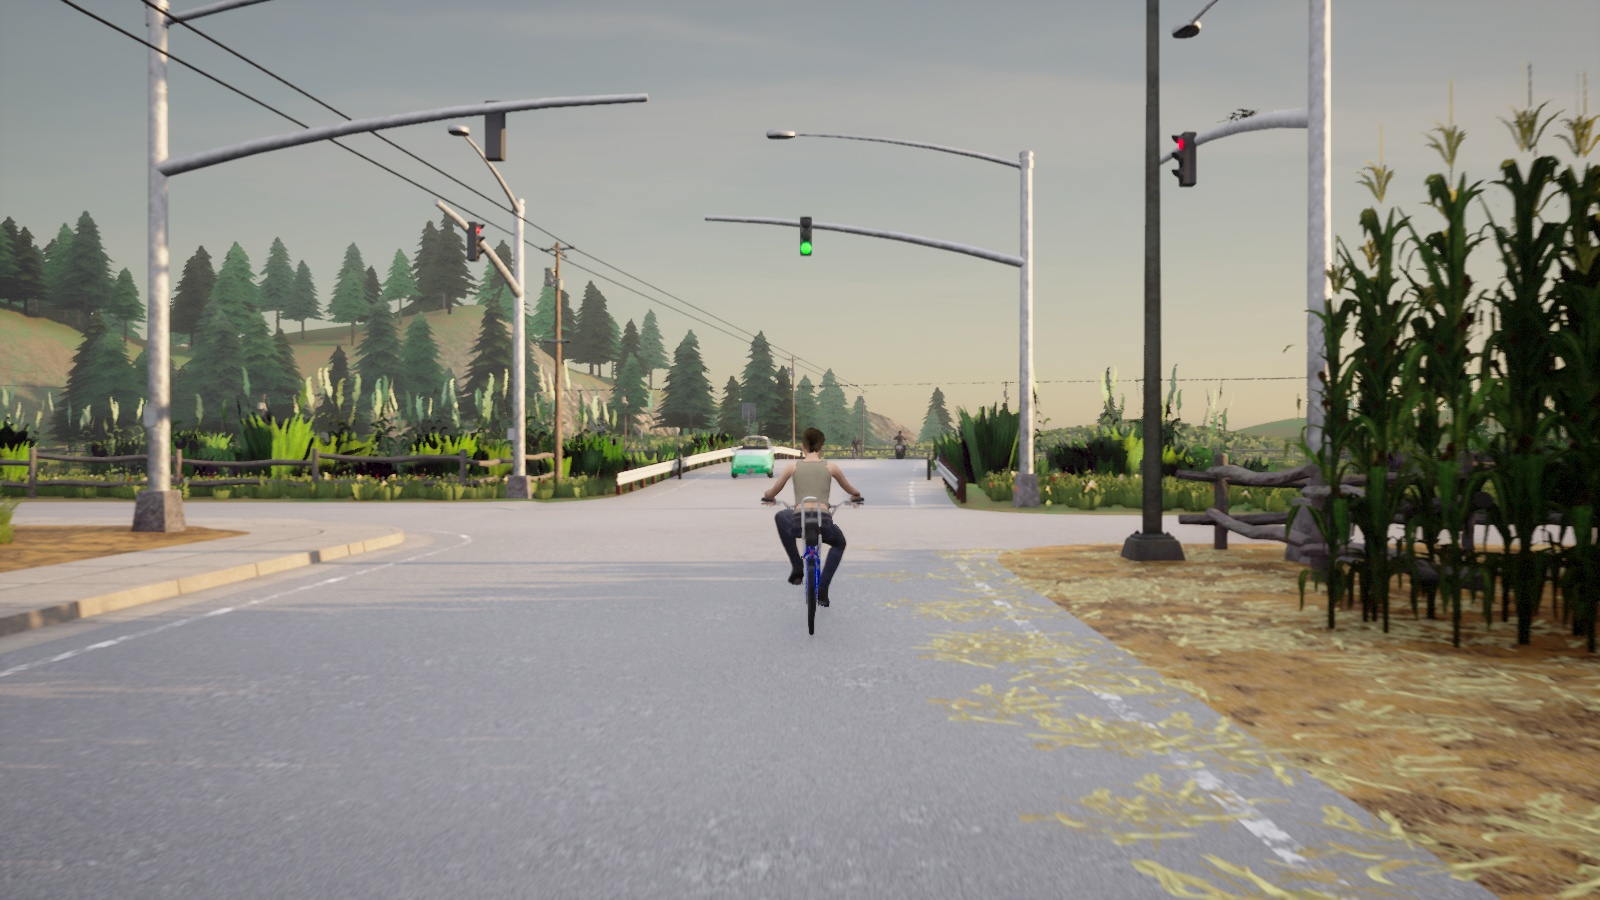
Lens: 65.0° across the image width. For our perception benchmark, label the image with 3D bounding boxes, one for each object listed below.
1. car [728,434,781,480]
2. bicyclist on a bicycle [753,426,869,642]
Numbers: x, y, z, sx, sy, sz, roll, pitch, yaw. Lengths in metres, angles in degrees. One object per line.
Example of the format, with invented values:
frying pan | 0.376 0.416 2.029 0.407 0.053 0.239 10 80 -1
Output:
car | -1.494 0.208 41.773 1.481 1.376 2.207 0 3 6
bicyclist on a bicycle | 0.101 0.626 10.170 0.866 1.612 1.509 0 0 1
